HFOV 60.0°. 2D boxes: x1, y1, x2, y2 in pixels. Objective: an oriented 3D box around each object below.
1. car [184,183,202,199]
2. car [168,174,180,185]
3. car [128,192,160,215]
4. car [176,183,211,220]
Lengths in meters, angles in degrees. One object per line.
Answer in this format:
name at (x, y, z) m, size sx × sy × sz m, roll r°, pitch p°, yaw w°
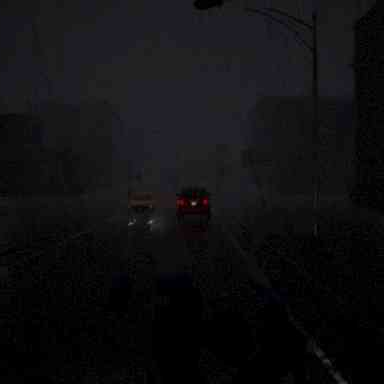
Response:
car at (0.097, -0.190, 41.153) m, size 2.128 × 1.511 × 4.902 m, roll 0°, pitch 5°, yaw 0°
car at (-3.511, -2.476, 66.736) m, size 2.150 × 2.045 × 5.566 m, roll 0°, pitch 5°, yaw 0°
car at (-3.600, 0.805, 25.424) m, size 1.882 × 1.535 × 5.008 m, roll 0°, pitch 3°, yaw 0°
car at (0.101, 0.673, 22.807) m, size 2.150 × 2.045 × 5.566 m, roll 0°, pitch 3°, yaw 0°
